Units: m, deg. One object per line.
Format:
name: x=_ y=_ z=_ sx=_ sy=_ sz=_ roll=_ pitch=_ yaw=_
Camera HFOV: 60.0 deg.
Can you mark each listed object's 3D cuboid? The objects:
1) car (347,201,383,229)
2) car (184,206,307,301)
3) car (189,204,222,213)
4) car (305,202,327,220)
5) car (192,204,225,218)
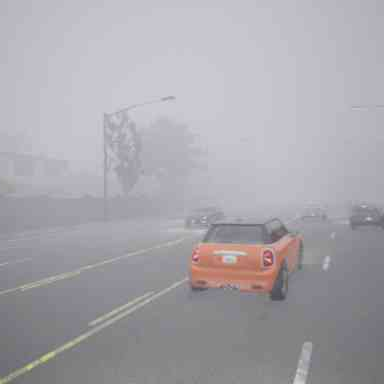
car: x=10.943 y=1.495 z=20.876 sx=1.994 sy=1.385 sz=4.181 roll=-2 pitch=-1 yaw=24
car: x=1.655 y=1.409 z=8.852 sx=2.097 sy=1.767 sz=4.553 roll=-2 pitch=-1 yaw=24
car: x=1.049 y=1.769 z=24.958 sx=1.837 sy=1.490 sz=4.892 roll=-2 pitch=-1 yaw=24
car: x=10.322 y=1.558 z=27.997 sx=1.812 sy=1.442 sz=4.674 roll=-2 pitch=-1 yaw=24
car: x=1.833 y=1.960 z=35.154 sx=1.895 sy=1.301 sz=4.718 roll=-2 pitch=-1 yaw=24
